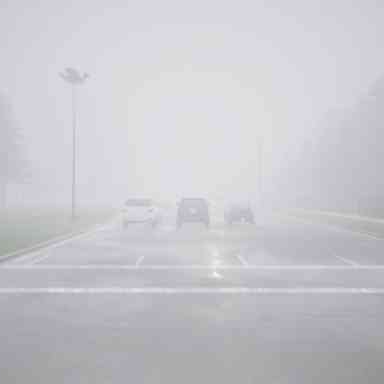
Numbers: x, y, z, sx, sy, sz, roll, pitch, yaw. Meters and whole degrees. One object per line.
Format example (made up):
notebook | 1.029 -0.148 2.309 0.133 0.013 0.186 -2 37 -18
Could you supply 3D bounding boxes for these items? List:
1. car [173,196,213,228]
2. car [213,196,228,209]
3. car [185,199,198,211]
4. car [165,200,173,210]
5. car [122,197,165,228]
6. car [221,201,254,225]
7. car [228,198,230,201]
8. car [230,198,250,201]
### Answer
car | 0.067 1.378 23.508 2.150 2.045 5.566 0 0 0
car | 3.457 1.544 48.053 2.150 2.045 5.566 0 0 0
car | -0.045 1.824 47.605 1.837 1.490 4.892 0 0 0
car | -3.541 1.848 48.434 1.812 1.442 4.674 0 0 0
car | -3.433 1.379 23.524 2.150 2.045 5.566 0 0 0
car | 3.564 1.676 25.620 1.837 1.490 4.892 0 0 0
car | 6.922 1.722 55.531 2.097 1.767 4.553 0 0 0
car | 6.936 1.655 45.531 2.097 1.767 4.553 0 0 0
